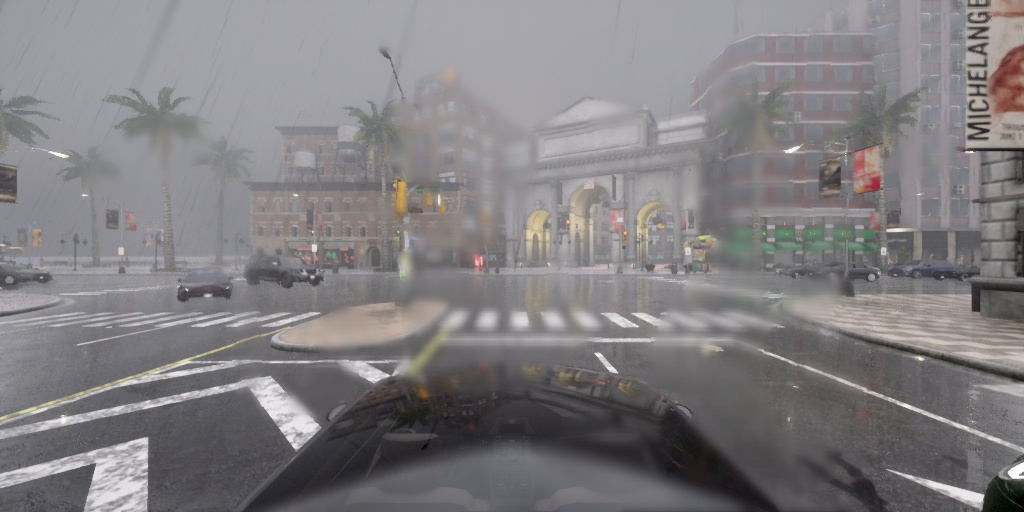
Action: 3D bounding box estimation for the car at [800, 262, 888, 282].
[{"bbox_3d":[26.294,1.255,28.504,4.892,1.490,1.837,0,0,1],"label":"car"}]

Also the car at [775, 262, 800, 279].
[{"bbox_3d":[26.299,1.242,32.000,4.902,1.511,2.128,0,0,1],"label":"car"}]

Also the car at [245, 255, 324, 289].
[{"bbox_3d":[-14.887,0.972,23.433,5.566,2.045,2.150,0,-1,25],"label":"car"}]

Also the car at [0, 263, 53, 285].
[{"bbox_3d":[-35.712,1.253,25.385,4.892,1.490,1.837,0,0,1],"label":"car"}]

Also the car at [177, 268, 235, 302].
[{"bbox_3d":[-14.711,1.297,17.288,2.033,1.411,5.357,0,0,-42],"label":"car"}]

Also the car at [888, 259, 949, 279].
[{"bbox_3d":[36.281,1.103,31.751,4.553,1.767,2.097,0,0,3],"label":"car"}]

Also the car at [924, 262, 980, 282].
[{"bbox_3d":[36.294,1.351,28.329,4.718,1.301,1.895,0,0,2],"label":"car"}]
